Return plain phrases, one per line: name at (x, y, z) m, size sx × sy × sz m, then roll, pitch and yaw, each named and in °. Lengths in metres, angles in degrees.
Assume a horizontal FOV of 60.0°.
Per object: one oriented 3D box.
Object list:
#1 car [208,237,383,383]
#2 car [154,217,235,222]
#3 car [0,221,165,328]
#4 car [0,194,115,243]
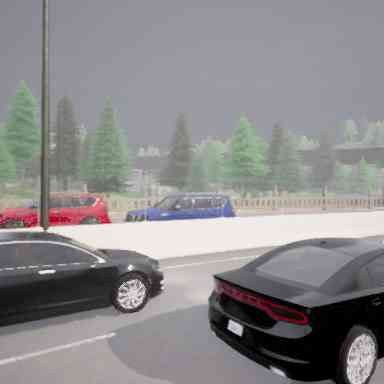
car at (2.611, 1.467, 5.280) m, size 5.008 × 1.535 × 1.882 m, roll 0°, pitch 0°, yaw -32°
car at (-0.467, 1.146, 15.926) m, size 5.566 × 2.045 × 2.150 m, roll 0°, pitch 0°, yaw -30°
car at (-2.802, 1.460, 5.903) m, size 4.892 × 1.490 × 1.837 m, roll 0°, pitch 0°, yaw -35°
car at (-6.785, 1.109, 16.129) m, size 5.566 × 2.045 × 2.150 m, roll 0°, pitch 0°, yaw -33°
